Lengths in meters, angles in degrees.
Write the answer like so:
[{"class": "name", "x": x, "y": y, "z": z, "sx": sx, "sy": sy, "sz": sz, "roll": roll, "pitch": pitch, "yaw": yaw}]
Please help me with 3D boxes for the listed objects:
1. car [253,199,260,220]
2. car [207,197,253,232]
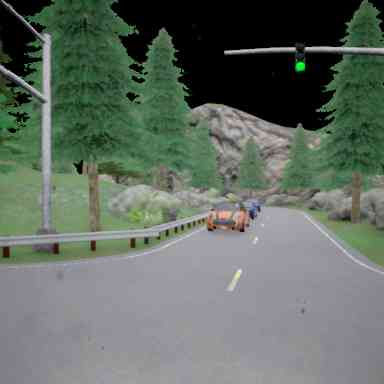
[{"class": "car", "x": 4.653, "y": 1.521, "z": 29.154, "sx": 1.882, "sy": 1.535, "sz": 5.008, "roll": 0, "pitch": 0, "yaw": 15}, {"class": "car", "x": 2.310, "y": 1.382, "z": 20.322, "sx": 2.097, "sy": 1.767, "sz": 4.553, "roll": 0, "pitch": 0, "yaw": 15}]
